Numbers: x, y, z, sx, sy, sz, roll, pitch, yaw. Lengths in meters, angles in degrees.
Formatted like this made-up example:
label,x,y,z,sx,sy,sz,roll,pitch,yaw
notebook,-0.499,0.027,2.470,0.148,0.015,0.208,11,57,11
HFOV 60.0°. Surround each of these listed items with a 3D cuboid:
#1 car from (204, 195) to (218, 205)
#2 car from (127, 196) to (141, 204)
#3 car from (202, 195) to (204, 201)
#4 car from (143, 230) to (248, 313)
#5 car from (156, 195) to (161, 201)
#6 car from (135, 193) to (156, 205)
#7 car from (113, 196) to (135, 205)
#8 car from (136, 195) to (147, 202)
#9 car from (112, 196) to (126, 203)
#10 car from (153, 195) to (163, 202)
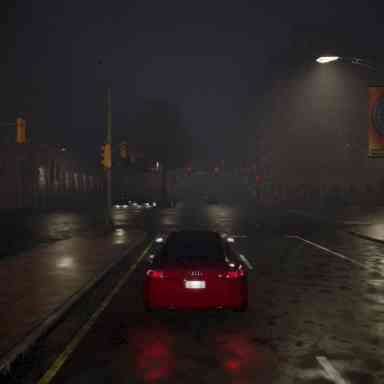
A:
label,x,y,z,sx,sy,sz,roll,pitch,yaw
car,3.542,1.564,58.249,1.994,1.385,4.181,0,0,0
car,-11.565,1.564,66.178,1.994,1.385,4.181,0,0,0
car,3.452,1.524,83.373,1.812,1.442,4.674,0,0,0
car,0.070,1.564,7.736,1.994,1.385,4.181,0,0,0
car,-8.044,1.601,68.399,1.895,1.301,4.718,0,0,0
car,-8.114,1.221,58.599,2.150,2.045,5.566,0,0,0
car,-11.615,1.564,56.884,1.994,1.385,4.181,0,0,0
car,-11.544,1.478,76.597,1.882,1.535,5.008,0,0,0
car,-14.789,1.595,67.840,1.895,1.301,4.718,0,0,0
car,-8.045,1.500,78.602,1.837,1.490,4.892,0,0,0
